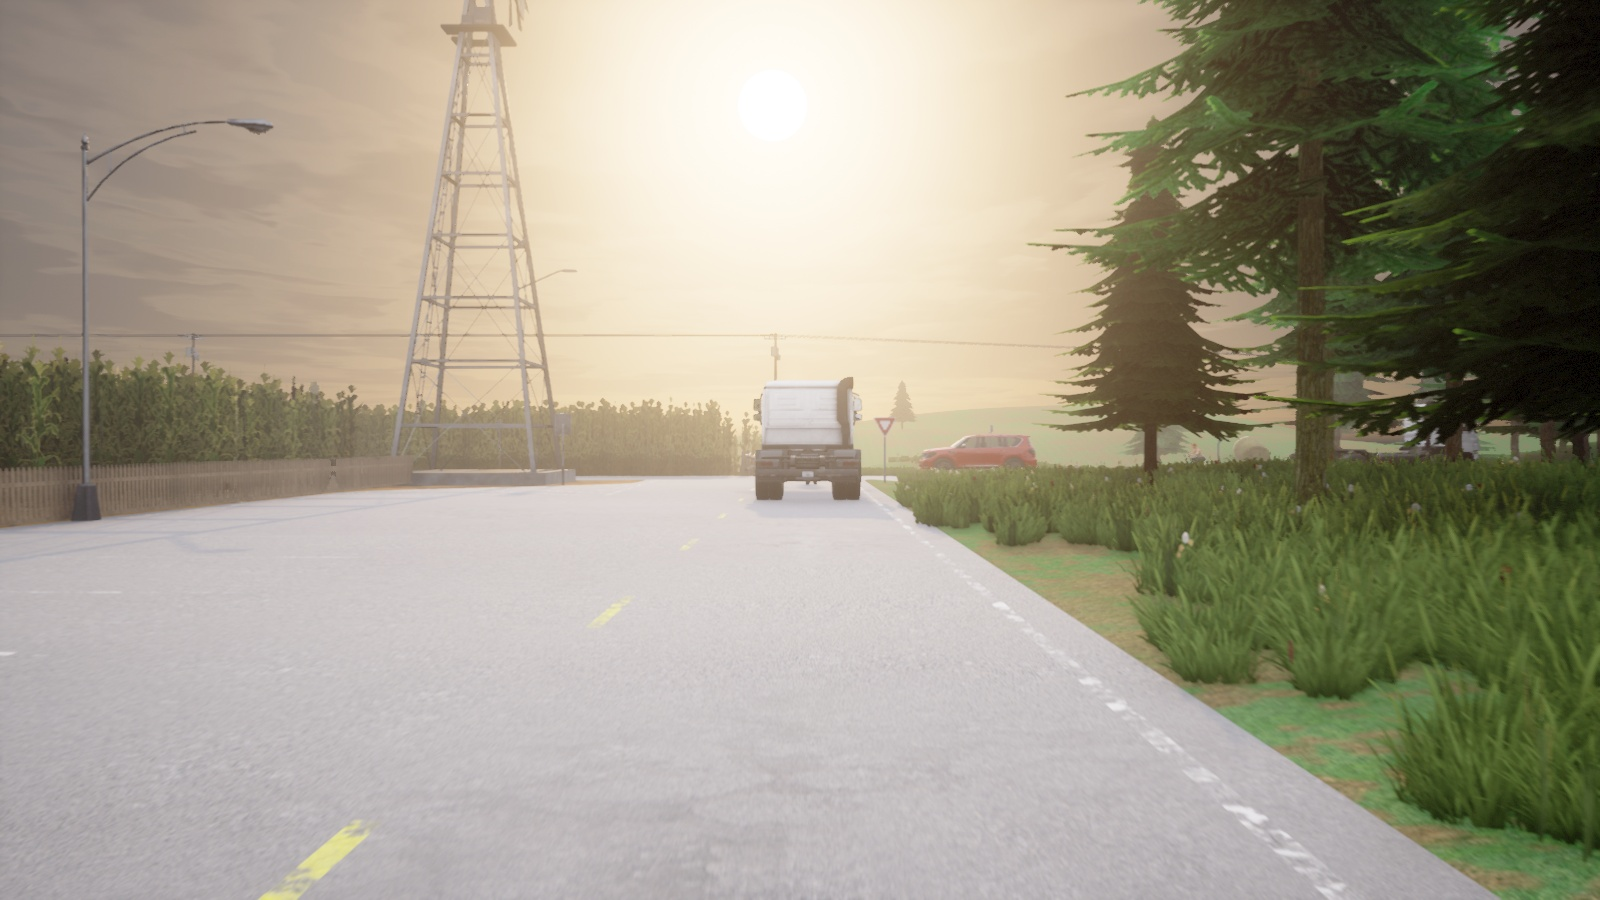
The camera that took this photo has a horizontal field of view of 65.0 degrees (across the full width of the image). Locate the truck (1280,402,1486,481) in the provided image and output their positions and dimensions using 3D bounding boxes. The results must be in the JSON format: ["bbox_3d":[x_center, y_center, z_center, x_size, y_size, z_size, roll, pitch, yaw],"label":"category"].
[{"bbox_3d":[26.159,-0.393,56.616,7.936,3.462,2.891,0,0,0],"label":"truck"}]

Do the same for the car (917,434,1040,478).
[{"bbox_3d":[8.434,0.275,59.752,5.566,2.045,2.150,0,0,0],"label":"car"}]

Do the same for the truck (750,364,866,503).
[{"bbox_3d":[0.218,-0.435,35.419,2.891,3.462,7.936,0,0,0],"label":"truck"}]
